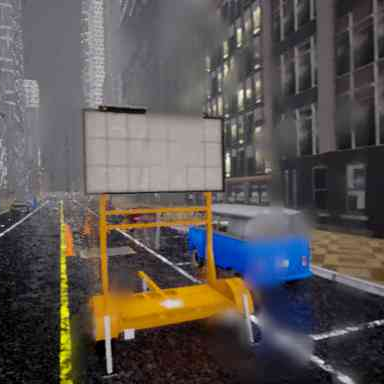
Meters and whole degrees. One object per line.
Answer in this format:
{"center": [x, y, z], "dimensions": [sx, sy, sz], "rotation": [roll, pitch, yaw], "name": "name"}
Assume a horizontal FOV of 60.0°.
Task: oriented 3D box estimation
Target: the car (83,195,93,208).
{"center": [-13.417, 1.436, 45.613], "dimensions": [2.008, 1.369, 4.403], "rotation": [-1, 1, -21], "name": "car"}

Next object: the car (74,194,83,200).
{"center": [-30.107, 1.349, 87.984], "dimensions": [1.887, 1.381, 4.507], "rotation": [-1, 1, -21], "name": "car"}

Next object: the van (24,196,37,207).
{"center": [-23.304, 1.407, 47.841], "dimensions": [1.690, 1.788, 3.998], "rotation": [-1, 1, -21], "name": "van"}

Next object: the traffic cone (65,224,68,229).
{"center": [-5.799, 1.939, 15.481], "dimensions": [0.340, 0.580, 0.340], "rotation": [-1, 1, -21], "name": "traffic cone"}

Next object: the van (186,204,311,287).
{"center": [1.182, 1.238, 8.537], "dimensions": [1.690, 1.788, 3.998], "rotation": [-1, 1, -21], "name": "van"}

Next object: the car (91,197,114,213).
{"center": [-9.244, 1.474, 35.021], "dimensions": [1.802, 1.307, 4.206], "rotation": [-1, 1, -21], "name": "car"}

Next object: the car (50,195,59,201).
{"center": [-32.625, 1.514, 78.851], "dimensions": [1.994, 1.385, 4.181], "rotation": [-1, 1, -22], "name": "car"}

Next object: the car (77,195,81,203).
{"center": [-19.678, 1.300, 61.502], "dimensions": [1.967, 1.590, 4.097], "rotation": [-1, 1, -21], "name": "car"}

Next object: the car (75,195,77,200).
{"center": [-21.764, 1.291, 66.797], "dimensions": [1.967, 1.590, 4.097], "rotation": [-1, 1, -21], "name": "car"}

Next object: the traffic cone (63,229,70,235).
{"center": [-5.067, 1.939, 13.620], "dimensions": [0.340, 0.580, 0.340], "rotation": [-1, 1, -21], "name": "traffic cone"}

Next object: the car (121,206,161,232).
{"center": [-2.985, 1.477, 19.131], "dimensions": [1.802, 1.307, 4.206], "rotation": [-1, 1, -21], "name": "car"}

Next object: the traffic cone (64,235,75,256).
{"center": [-4.333, 1.939, 11.760], "dimensions": [0.340, 0.580, 0.340], "rotation": [-1, 1, -21], "name": "traffic cone"}

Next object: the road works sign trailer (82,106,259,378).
{"center": [-0.613, 0.421, 5.701], "dimensions": [2.380, 3.560, 2.880], "rotation": [-1, 1, -21], "name": "road works sign trailer"}

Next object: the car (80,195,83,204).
{"center": [-15.503, 1.430, 50.910], "dimensions": [2.008, 1.369, 4.403], "rotation": [-1, 1, -21], "name": "car"}

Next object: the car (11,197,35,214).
{"center": [-19.128, 1.628, 37.250], "dimensions": [2.008, 1.369, 4.403], "rotation": [-1, 1, -21], "name": "car"}
